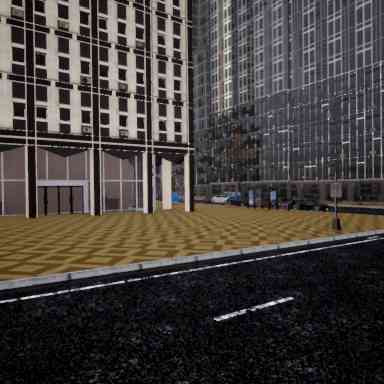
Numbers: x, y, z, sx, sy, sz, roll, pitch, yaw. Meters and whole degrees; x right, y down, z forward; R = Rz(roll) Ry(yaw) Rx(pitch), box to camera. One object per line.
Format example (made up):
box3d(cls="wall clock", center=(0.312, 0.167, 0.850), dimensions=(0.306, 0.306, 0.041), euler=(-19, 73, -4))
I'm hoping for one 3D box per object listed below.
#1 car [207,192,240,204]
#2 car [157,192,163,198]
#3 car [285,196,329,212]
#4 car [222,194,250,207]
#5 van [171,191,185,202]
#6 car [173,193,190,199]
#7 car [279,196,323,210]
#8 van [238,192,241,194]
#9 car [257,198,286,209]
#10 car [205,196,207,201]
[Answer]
box3d(cls="car", center=(4.995, 1.174, 53.154), dimensions=(1.812, 1.442, 4.674), euler=(-1, 1, -34))
box3d(cls="car", center=(-5.606, 0.614, 79.012), dimensions=(2.192, 1.841, 5.009), euler=(0, 1, -34))
box3d(cls="car", center=(12.935, 1.422, 36.637), dimensions=(1.947, 1.339, 4.313), euler=(-1, 1, -34))
box3d(cls="car", center=(6.603, 1.318, 46.079), dimensions=(1.947, 1.339, 4.313), euler=(-1, 1, -34))
box3d(cls="van", center=(-2.943, 0.936, 60.203), dimensions=(1.690, 1.788, 3.998), euler=(0, 1, -34))
box3d(cls="car", center=(-2.408, 0.934, 74.316), dimensions=(1.802, 1.307, 4.206), euler=(0, 1, -34))
box3d(cls="car", center=(13.299, 1.272, 40.926), dimensions=(2.128, 1.511, 4.902), euler=(-1, 1, -34))
box3d(cls="van", center=(7.182, 0.853, 60.215), dimensions=(1.690, 1.788, 3.998), euler=(-1, 1, -34))
box3d(cls="car", center=(9.752, 1.386, 41.348), dimensions=(1.802, 1.307, 4.206), euler=(-1, 1, -34))
box3d(cls="car", center=(3.986, 1.042, 64.918), dimensions=(1.802, 1.307, 4.206), euler=(-1, 1, -34))
